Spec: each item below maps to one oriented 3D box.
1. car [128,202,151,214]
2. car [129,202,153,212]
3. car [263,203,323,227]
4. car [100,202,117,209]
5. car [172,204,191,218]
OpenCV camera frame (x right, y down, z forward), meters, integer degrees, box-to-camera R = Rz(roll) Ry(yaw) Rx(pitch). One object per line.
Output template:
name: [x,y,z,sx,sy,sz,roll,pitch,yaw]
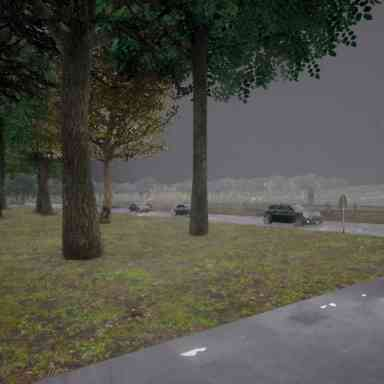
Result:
car: [-7.650,2.326,47.899,1.837,1.490,4.892,-1,0,-35]
car: [-8.390,2.367,54.035,1.837,1.490,4.892,-1,-1,-35]
car: [7.760,1.692,25.875,2.097,1.767,4.553,-1,0,-35]
car: [-16.540,2.653,65.651,2.033,1.411,5.357,-1,0,-35]
car: [-0.502,2.108,37.663,1.837,1.490,4.892,-1,-1,-35]
